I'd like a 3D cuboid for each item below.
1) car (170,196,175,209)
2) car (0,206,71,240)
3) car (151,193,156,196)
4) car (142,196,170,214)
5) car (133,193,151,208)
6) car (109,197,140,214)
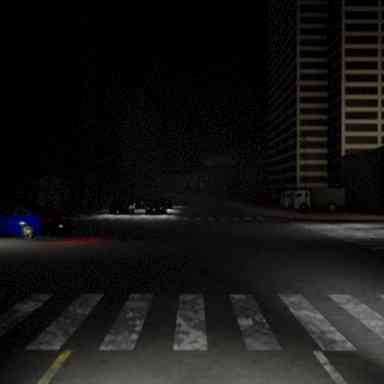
[{"bbox_3d":[-3.591,1.506,42.988,1.994,1.385,4.181,0,0,0],"label":"car"},{"bbox_3d":[-8.320,1.426,16.628,5.008,1.535,1.882,0,-1,27],"label":"car"},{"bbox_3d":[-7.053,1.145,54.361,2.150,2.045,5.566,0,1,0],"label":"car"},{"bbox_3d":[-3.590,1.459,34.074,1.837,1.490,4.892,0,0,0],"label":"car"},{"bbox_3d":[-7.090,1.293,43.820,2.097,1.767,4.553,0,0,0],"label":"car"},{"bbox_3d":[-7.092,1.501,34.386,2.033,1.411,5.357,0,0,0],"label":"car"}]
